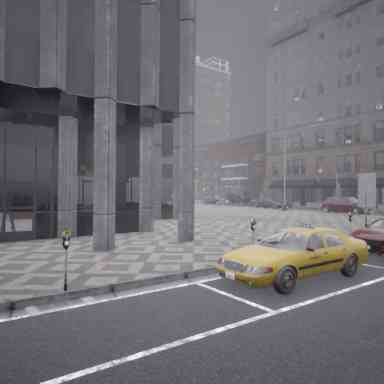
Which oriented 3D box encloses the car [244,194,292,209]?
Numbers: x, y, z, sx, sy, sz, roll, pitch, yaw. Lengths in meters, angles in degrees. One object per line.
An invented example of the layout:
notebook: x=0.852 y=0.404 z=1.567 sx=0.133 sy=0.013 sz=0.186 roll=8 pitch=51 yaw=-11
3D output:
car: x=9.066 y=1.306 z=38.993 sx=2.033 sy=1.411 sz=5.357 roll=1 pitch=0 yaw=-36

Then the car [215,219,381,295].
car: x=2.803 y=1.526 z=8.756 sx=4.829 sy=1.417 sz=1.752 roll=0 pitch=1 yaw=-36

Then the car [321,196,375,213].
car: x=14.579 y=1.197 z=31.177 sx=2.097 sy=1.767 sz=4.553 roll=1 pitch=0 yaw=-35

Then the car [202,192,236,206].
car: x=3.392 y=1.160 z=47.060 sx=2.128 sy=1.511 sz=4.902 roll=1 pitch=0 yaw=-35

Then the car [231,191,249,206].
car: x=6.188 y=0.925 z=48.638 sx=2.150 sy=2.045 sz=5.566 roll=1 pitch=0 yaw=-35

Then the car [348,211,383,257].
car: x=7.520 y=1.547 z=12.122 sx=4.507 sy=1.381 sz=1.887 roll=0 pitch=1 yaw=-36

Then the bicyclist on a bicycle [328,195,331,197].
bicyclist on a bicycle: x=16.343 y=1.157 z=39.501 sx=1.656 sy=1.620 sz=0.582 roll=0 pitch=0 yaw=-35
